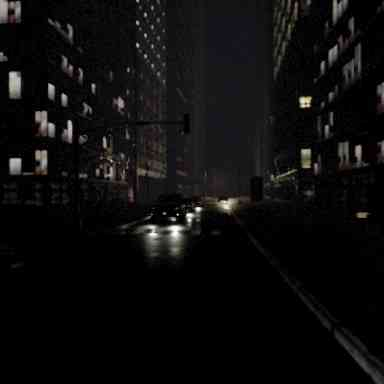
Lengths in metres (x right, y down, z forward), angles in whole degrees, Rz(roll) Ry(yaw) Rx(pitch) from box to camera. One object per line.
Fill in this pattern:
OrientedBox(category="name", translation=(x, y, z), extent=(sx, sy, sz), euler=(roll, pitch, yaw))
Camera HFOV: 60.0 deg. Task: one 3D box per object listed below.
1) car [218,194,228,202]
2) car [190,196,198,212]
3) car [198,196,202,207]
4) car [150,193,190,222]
OrientedBox(category="car", translation=(6.213, 1.189, 65.899), extent=(2.033, 1.411, 5.357), euler=(0, 0, 9))
OrientedBox(category="car", translation=(-0.777, 1.323, 35.777), extent=(1.882, 1.535, 5.008), euler=(0, 0, 6))
OrientedBox(category="car", translation=(0.348, 1.292, 46.012), extent=(1.837, 1.490, 4.892), euler=(0, 0, 7))
OrientedBox(category="car", translation=(-1.679, 1.119, 25.740), extent=(2.150, 2.045, 5.566), euler=(0, 0, 5))
